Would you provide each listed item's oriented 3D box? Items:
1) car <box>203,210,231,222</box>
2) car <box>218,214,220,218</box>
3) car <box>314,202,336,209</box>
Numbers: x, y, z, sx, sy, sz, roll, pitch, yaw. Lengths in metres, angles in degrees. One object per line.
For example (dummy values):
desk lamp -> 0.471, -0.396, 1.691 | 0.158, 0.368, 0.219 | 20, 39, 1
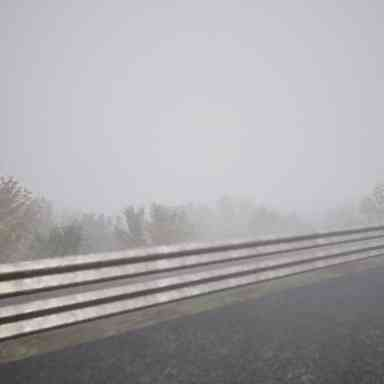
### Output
car -> 4.700, 4.451, 62.517 | 4.902, 1.511, 2.128 | -4, 3, -20
car -> 5.940, 4.550, 59.245 | 4.892, 1.490, 1.837 | -4, 3, -20
car -> 28.421, 2.819, 71.124 | 4.892, 1.490, 1.837 | -4, 3, -20
